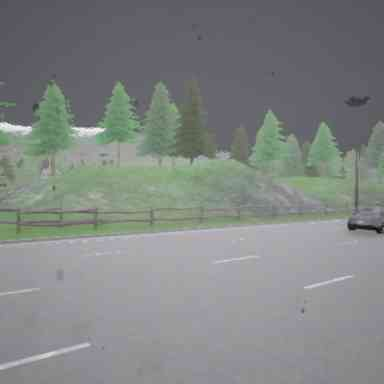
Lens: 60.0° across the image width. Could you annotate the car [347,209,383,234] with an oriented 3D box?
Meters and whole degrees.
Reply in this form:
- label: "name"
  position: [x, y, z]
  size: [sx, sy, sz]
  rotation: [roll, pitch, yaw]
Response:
- label: "car"
  position: [11.430, 1.718, 20.501]
  size: [4.181, 1.385, 1.994]
  rotation: [0, 0, -36]
